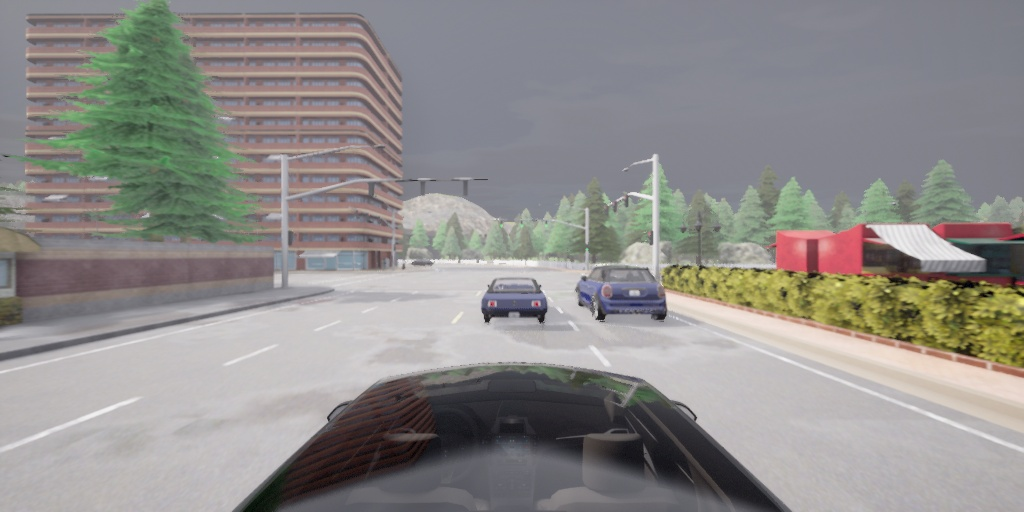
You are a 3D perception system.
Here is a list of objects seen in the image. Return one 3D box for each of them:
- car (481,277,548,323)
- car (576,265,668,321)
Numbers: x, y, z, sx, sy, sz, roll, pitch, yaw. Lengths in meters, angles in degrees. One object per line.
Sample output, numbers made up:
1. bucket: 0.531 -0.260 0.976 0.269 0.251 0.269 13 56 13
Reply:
1. car: 0.076 1.340 12.060 1.895 1.301 4.718 0 0 0
2. car: 3.576 1.091 12.541 2.097 1.767 4.553 0 0 0
